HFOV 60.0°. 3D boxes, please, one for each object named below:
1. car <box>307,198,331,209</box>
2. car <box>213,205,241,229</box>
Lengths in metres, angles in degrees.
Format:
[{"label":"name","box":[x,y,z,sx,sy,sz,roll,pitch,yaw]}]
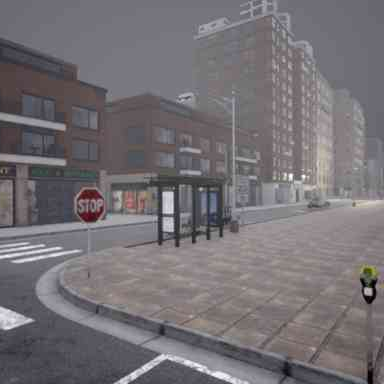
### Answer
[{"label":"car","box":[16.301,1.449,42.526,2.033,1.411,5.357,0,0,35]},{"label":"car","box":[1.569,1.513,21.637,1.994,1.385,4.181,0,0,35]}]
